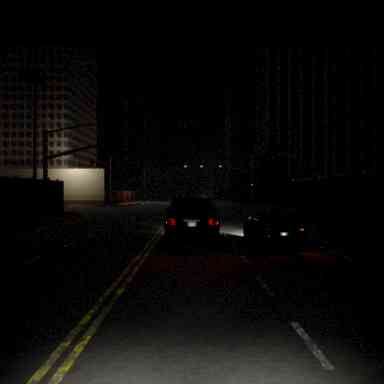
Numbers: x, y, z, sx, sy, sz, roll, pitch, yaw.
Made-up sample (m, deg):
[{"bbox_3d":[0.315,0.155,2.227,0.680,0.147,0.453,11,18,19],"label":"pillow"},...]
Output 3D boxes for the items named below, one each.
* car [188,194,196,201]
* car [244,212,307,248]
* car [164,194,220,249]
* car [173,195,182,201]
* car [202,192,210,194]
[{"bbox_3d":[0.000,1.356,84.237,1.837,1.490,4.892,0,0,0],"label":"car"},{"bbox_3d":[3.500,1.571,14.650,1.994,1.385,4.181,0,0,0],"label":"car"},{"bbox_3d":[0.000,1.256,14.680,2.150,2.045,5.566,0,0,0],"label":"car"},{"bbox_3d":[-3.500,1.486,80.826,2.033,1.411,5.357,0,0,0],"label":"car"},{"bbox_3d":[3.500,1.082,84.267,2.150,2.045,5.566,0,0,0],"label":"car"}]
